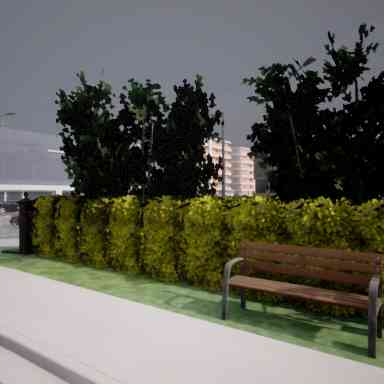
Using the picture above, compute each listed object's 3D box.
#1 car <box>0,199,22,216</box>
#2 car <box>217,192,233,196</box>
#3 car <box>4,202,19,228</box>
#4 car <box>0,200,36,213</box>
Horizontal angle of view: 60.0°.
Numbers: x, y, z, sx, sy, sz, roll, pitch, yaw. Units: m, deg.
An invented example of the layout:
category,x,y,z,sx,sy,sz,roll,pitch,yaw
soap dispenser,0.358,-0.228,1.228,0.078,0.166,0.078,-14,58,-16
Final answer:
category,x,y,z,sx,sy,sz,roll,pitch,yaw
car,-17.781,1.460,33.288,2.128,1.511,4.902,0,1,35
car,6.805,0.739,68.197,1.812,1.442,4.674,0,1,35
car,-9.347,1.551,21.521,4.181,1.385,1.994,0,0,-2
car,-19.875,1.561,36.405,1.895,1.301,4.718,0,0,35
